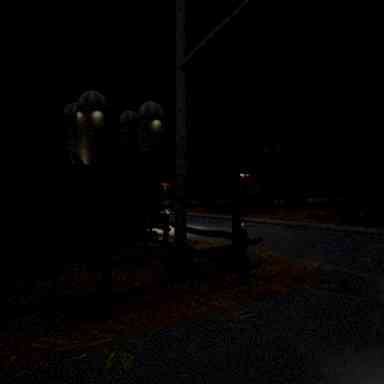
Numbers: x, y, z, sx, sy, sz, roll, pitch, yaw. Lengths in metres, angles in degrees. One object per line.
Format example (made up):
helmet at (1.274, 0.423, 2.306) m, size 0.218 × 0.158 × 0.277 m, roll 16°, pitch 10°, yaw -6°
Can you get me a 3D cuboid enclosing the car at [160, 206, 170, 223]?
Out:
car at (-3.472, 1.352, 24.249) m, size 2.097 × 1.767 × 4.553 m, roll 0°, pitch 0°, yaw -36°
